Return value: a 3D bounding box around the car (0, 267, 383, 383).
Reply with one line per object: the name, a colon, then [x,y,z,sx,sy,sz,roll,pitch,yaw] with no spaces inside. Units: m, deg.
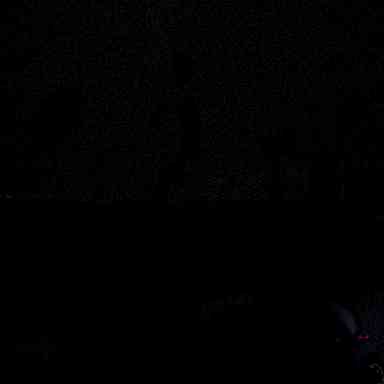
car: [0.108,1.551,3.131,5.357,1.411,2.033,0,0,-35]
